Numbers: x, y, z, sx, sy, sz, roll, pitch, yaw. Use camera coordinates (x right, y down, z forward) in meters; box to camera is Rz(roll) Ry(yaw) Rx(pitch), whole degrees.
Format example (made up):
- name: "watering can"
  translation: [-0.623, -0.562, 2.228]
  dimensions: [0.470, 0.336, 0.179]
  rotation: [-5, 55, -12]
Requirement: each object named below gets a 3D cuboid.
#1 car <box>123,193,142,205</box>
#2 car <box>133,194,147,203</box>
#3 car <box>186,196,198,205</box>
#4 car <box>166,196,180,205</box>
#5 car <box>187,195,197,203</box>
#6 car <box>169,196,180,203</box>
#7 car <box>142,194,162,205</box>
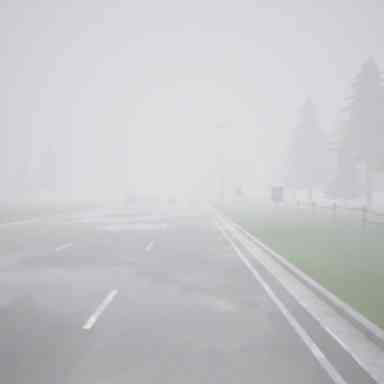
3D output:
- name: "car"
  translation: [-10.489, 1.223, 58.132]
  dimensions: [2.150, 2.045, 5.566]
  rotation: [0, 0, 0]
- name: "car"
  translation: [-10.487, 1.212, 67.707]
  dimensions: [2.097, 1.767, 4.553]
  rotation: [0, 0, 0]
- name: "car"
  translation: [0.011, 1.564, 58.410]
  dimensions: [1.994, 1.385, 4.181]
  rotation: [0, 0, 0]
- name: "car"
  translation: [-3.489, 1.504, 58.162]
  dimensions: [1.837, 1.490, 4.892]
  rotation: [0, 0, 0]
- name: "car"
  translation: [0.013, 1.436, 67.737]
  dimensions: [2.033, 1.411, 5.357]
  rotation: [0, 0, 0]
- name: "car"
  translation: [-3.487, 1.490, 67.751]
  dimensions: [1.895, 1.301, 4.718]
  rotation: [0, 0, 0]
- name: "car"
  translation: [-6.989, 1.352, 58.414]
  dimensions: [2.097, 1.767, 4.553]
  rotation: [0, 0, 0]
